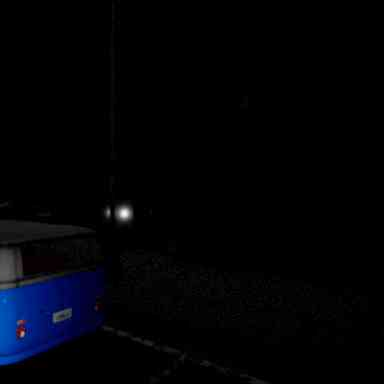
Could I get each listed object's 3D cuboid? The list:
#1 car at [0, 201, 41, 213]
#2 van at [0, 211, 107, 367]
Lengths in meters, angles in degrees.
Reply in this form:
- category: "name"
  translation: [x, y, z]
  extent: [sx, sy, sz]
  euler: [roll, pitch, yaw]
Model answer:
- category: "car"
  translation: [-15.370, 1.535, 28.483]
  extent: [1.812, 1.442, 4.674]
  euler: [0, 0, 33]
- category: "van"
  translation: [-3.163, 1.344, 5.334]
  extent: [3.998, 1.788, 1.690]
  euler: [0, 0, 36]
